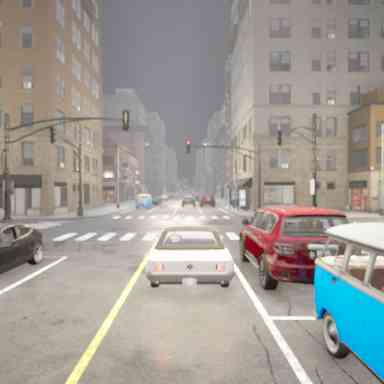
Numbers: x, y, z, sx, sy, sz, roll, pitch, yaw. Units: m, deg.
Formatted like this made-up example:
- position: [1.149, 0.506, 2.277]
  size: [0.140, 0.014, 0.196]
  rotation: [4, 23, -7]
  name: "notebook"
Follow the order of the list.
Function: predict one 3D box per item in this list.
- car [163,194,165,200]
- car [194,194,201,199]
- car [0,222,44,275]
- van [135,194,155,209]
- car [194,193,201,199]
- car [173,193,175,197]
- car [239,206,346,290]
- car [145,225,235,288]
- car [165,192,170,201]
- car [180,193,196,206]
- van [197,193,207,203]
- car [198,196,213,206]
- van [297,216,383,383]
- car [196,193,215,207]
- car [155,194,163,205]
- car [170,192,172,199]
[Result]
- position: [-6.101, 1.311, 56.978]
  size: [1.887, 1.381, 4.507]
  rotation: [0, 0, -1]
  name: "car"
- position: [1.560, 1.155, 89.684]
  size: [1.752, 1.417, 4.829]
  rotation: [0, 0, -1]
  name: "car"
- position: [-5.485, 1.530, 8.800]
  size: [1.947, 1.339, 4.313]
  rotation: [0, 0, -1]
  name: "car"
- position: [-5.904, 1.175, 40.760]
  size: [1.690, 1.788, 3.998]
  rotation: [0, 0, -1]
  name: "van"
- position: [1.490, 1.048, 94.919]
  size: [1.967, 1.590, 4.097]
  rotation: [0, 0, -1]
  name: "car"
- position: [-6.497, 0.945, 89.412]
  size: [2.192, 1.841, 5.009]
  rotation: [0, 0, -1]
  name: "car"
- position: [2.539, 1.279, 8.899]
  size: [2.192, 1.841, 5.009]
  rotation: [0, 0, -1]
  name: "car"
- position: [-0.052, 1.564, 9.110]
  size: [1.895, 1.301, 4.718]
  rotation: [0, 0, 0]
  name: "car"
- position: [-6.297, 1.225, 73.026]
  size: [1.752, 1.417, 4.829]
  rotation: [0, 0, -1]
  name: "car"
- position: [-0.499, 1.291, 49.049]
  size: [2.128, 1.511, 4.902]
  rotation: [0, 0, -1]
  name: "car"
- position: [1.924, 1.085, 62.485]
  size: [1.690, 1.788, 3.998]
  rotation: [0, 0, -1]
  name: "van"
- position: [2.069, 1.340, 51.674]
  size: [2.008, 1.369, 4.403]
  rotation: [0, 0, -1]
  name: "car"
- position: [2.608, 1.327, 3.388]
  size: [1.690, 1.788, 3.998]
  rotation: [0, 0, -1]
  name: "van"
- position: [2.141, 1.126, 46.268]
  size: [2.192, 1.841, 5.009]
  rotation: [0, 0, -1]
  name: "car"
- position: [-6.035, 1.355, 51.572]
  size: [1.947, 1.339, 4.313]
  rotation: [0, 0, -1]
  name: "car"
- position: [-6.365, 1.227, 78.601]
  size: [2.008, 1.369, 4.403]
  rotation: [0, 0, -1]
  name: "car"
